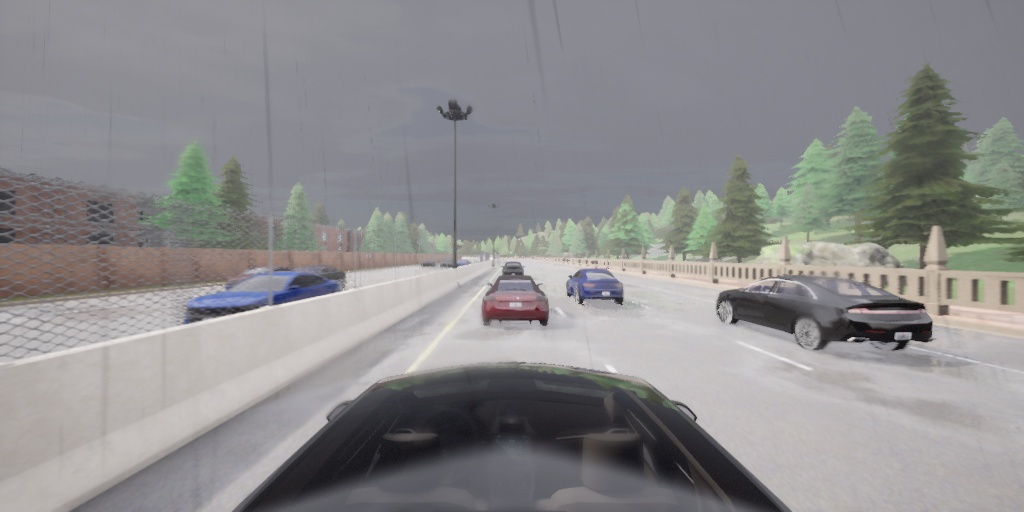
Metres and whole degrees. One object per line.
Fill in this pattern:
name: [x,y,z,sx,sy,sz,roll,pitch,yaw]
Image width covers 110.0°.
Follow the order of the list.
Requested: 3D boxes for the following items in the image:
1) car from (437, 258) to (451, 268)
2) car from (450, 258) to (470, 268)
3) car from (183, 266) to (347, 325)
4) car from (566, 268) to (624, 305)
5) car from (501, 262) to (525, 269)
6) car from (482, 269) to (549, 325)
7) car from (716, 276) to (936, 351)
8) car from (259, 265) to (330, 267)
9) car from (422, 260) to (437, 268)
car: [-10.595,1.101,59.956,2.097,1.767,4.553,0,0,0]
car: [-7.074,1.227,51.239,1.882,1.535,5.008,0,0,0]
car: [-7.100,1.228,10.854,1.882,1.535,5.008,0,0,0]
car: [3.587,1.276,16.000,1.812,1.442,4.674,0,0,0]
car: [0.100,1.255,31.556,1.837,1.490,4.892,0,0,0]
car: [0.100,1.314,11.878,1.994,1.385,4.181,0,0,0]
car: [7.101,1.241,8.932,2.128,1.511,4.902,0,0,0]
car: [-10.599,1.241,19.089,2.128,1.511,4.902,0,0,0]
car: [-14.093,1.351,61.939,1.895,1.301,4.718,0,0,0]
